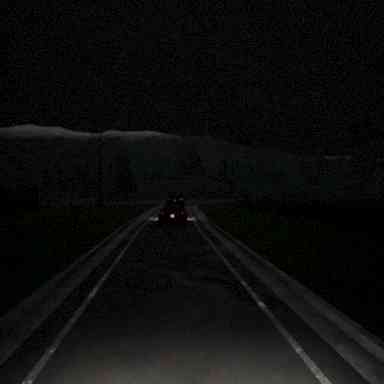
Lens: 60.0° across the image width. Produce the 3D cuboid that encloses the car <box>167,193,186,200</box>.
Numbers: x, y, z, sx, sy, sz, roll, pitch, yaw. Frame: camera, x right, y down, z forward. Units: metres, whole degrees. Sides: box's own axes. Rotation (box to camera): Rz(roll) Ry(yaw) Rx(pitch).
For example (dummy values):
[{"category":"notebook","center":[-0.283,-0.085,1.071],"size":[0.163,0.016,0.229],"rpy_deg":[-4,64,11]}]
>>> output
[{"category":"car","center":[-2.023,1.139,42.743],"size":[2.150,2.045,5.566],"rpy_deg":[0,0,1]}]

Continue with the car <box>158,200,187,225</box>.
[{"category":"car","center":[-1.362,1.522,23.697],"size":[1.994,1.385,4.181],"rpy_deg":[0,0,-3]}]
